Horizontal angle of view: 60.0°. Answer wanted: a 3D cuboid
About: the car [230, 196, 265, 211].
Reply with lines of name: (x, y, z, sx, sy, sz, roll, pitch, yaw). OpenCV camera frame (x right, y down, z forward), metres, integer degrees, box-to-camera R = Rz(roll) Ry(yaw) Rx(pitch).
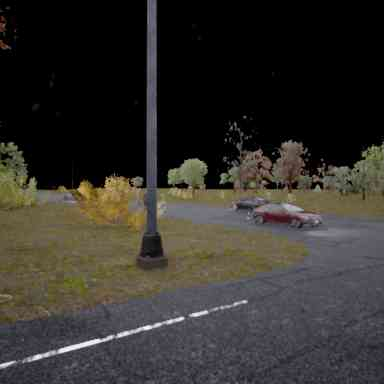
car: (5.875, 1.218, 33.125, 1.837, 1.490, 4.892, -1, 1, -35)

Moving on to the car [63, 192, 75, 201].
car: (-22.187, 0.832, 60.710, 2.128, 1.511, 4.902, -1, 1, -35)

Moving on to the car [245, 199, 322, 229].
car: (5.844, 1.419, 21.017, 1.812, 1.442, 4.674, -1, 1, -35)
